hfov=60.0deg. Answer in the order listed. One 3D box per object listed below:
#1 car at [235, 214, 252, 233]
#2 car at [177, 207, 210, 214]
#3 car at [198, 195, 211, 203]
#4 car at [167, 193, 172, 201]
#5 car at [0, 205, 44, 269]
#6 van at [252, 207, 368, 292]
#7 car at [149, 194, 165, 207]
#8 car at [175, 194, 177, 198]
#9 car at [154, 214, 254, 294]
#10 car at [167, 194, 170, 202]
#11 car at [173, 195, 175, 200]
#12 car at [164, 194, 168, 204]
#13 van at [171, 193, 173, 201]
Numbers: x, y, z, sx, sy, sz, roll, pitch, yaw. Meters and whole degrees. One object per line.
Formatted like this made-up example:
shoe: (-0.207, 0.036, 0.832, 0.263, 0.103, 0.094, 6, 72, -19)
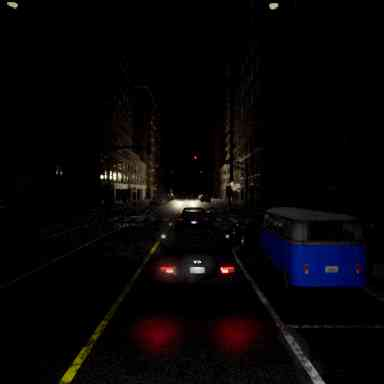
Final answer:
car: (2.850, 1.562, 14.292, 1.947, 1.339, 4.313, 0, 0, 0)
car: (0.093, 1.557, 19.220, 1.994, 1.385, 4.181, 0, 0, 0)
car: (2.825, 1.404, 68.668, 1.967, 1.590, 4.097, 0, 0, 0)
car: (-5.699, 1.508, 68.629, 1.887, 1.381, 4.507, 0, 0, 0)
car: (-5.673, 1.313, 8.588, 2.192, 1.841, 5.009, 0, 0, 0)
van: (2.851, 1.339, 8.631, 1.690, 1.788, 3.998, 0, 0, 0)
car: (-5.692, 1.493, 52.106, 1.752, 1.417, 4.829, 0, 0, 0)
car: (-5.707, 1.282, 84.981, 2.192, 1.841, 5.009, 0, 0, 0)
car: (0.097, 1.546, 8.900, 2.033, 1.411, 5.357, 0, 0, 0)
car: (-5.697, 1.509, 63.178, 1.887, 1.381, 4.507, 0, 0, 0)
car: (-5.704, 1.516, 79.530, 2.008, 1.369, 4.403, 0, 0, 0)
car: (-5.694, 1.516, 57.727, 2.008, 1.369, 4.403, 0, 0, 0)
van: (-5.702, 1.305, 74.079, 1.690, 1.788, 3.998, 0, 0, 0)
